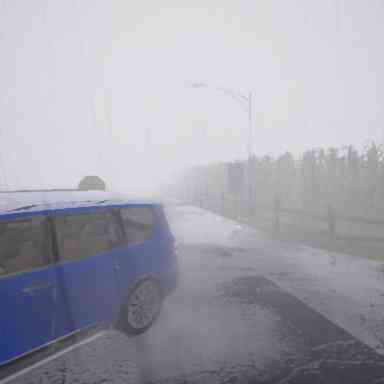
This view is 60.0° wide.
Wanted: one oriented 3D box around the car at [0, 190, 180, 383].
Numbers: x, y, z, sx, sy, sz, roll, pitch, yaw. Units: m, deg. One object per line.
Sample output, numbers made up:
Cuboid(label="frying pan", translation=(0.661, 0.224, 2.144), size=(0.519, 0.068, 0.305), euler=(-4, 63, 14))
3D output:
Cuboid(label="car", translation=(-2.369, 1.062, 4.030), size=(2.150, 2.045, 5.566), euler=(7, 5, 34))
